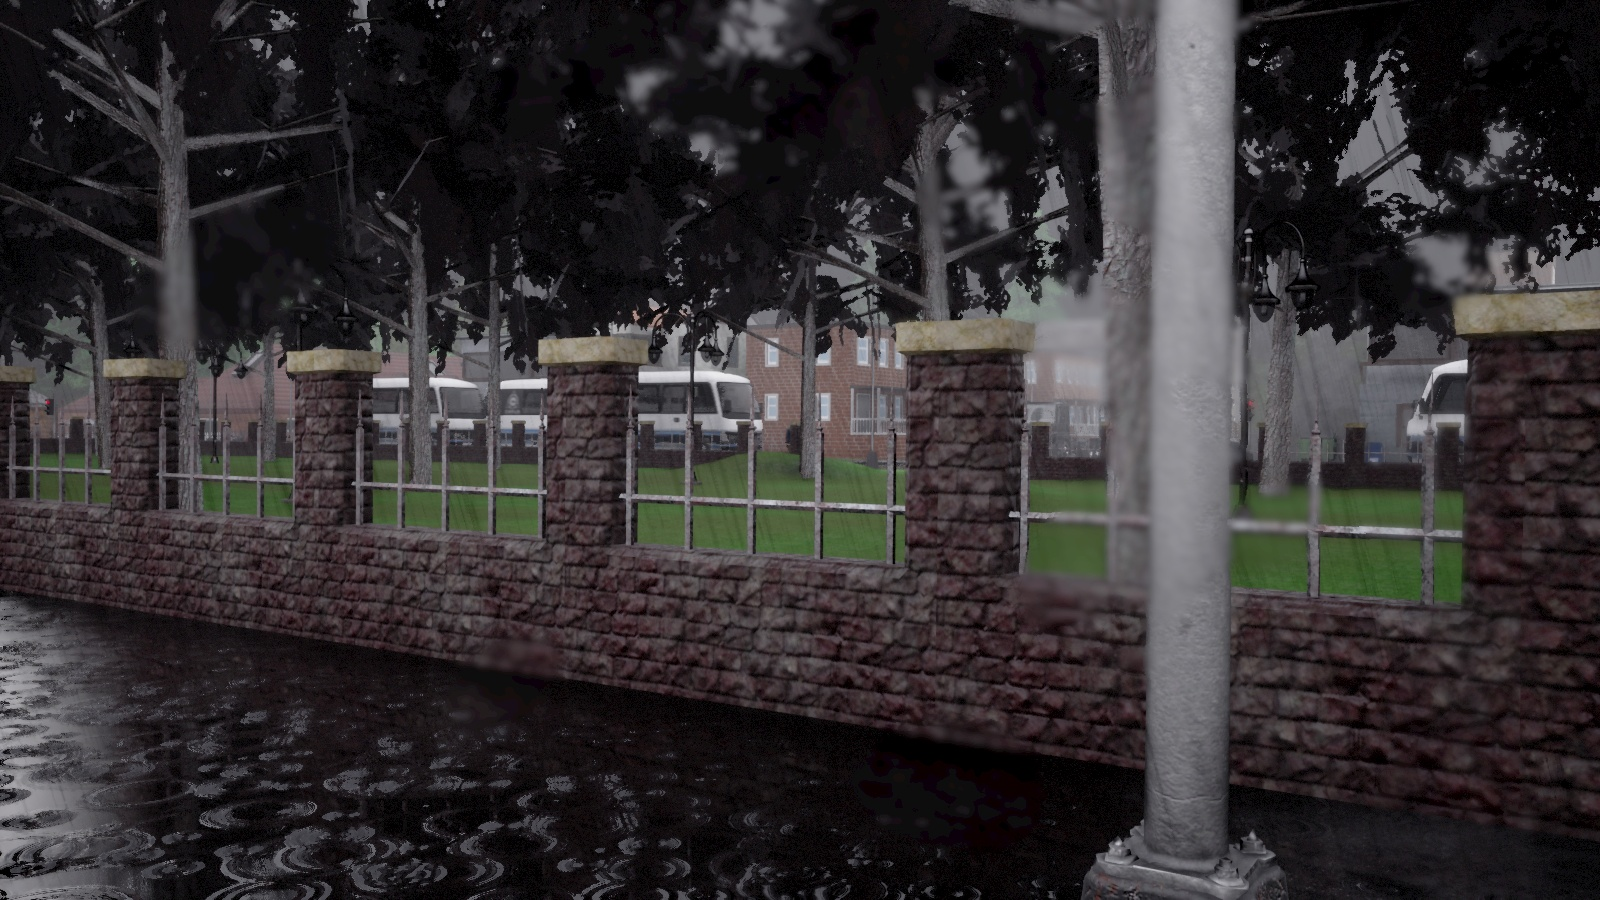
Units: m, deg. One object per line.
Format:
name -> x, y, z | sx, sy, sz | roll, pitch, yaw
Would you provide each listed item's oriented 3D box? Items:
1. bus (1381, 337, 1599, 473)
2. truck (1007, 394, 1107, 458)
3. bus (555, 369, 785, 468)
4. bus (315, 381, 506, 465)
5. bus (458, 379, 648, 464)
bus -> 25.280, -1.444, 41.745 | 10.273, 4.253, 3.944 | 0, 1, 35
truck -> 14.964, -1.379, 72.713 | 2.891, 3.462, 7.936 | 0, 1, 34
bus -> -6.086, -1.381, 57.942 | 10.273, 4.253, 3.944 | 0, 1, 32
bus -> -21.072, -1.379, 67.739 | 10.273, 4.253, 3.944 | 0, 1, 31
bus -> -13.374, -1.446, 67.504 | 10.273, 4.253, 3.944 | 0, 1, 35
